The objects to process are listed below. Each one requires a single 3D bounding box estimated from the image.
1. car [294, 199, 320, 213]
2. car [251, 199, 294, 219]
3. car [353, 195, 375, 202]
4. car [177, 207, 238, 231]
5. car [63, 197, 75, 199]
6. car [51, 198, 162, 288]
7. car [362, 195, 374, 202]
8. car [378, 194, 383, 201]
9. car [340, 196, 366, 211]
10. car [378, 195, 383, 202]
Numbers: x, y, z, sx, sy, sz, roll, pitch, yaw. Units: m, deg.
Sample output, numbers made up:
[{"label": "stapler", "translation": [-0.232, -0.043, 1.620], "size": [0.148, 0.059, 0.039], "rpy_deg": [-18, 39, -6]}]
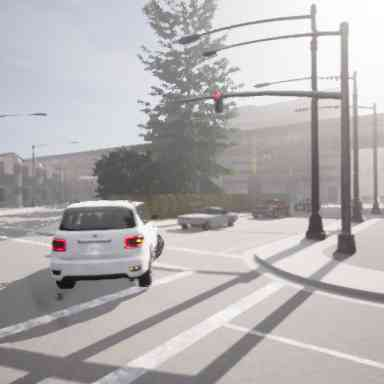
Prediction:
[{"label": "car", "translation": [13.145, 1.533, 38.001], "size": [2.128, 1.511, 4.902], "rpy_deg": [-1, 0, 36]}, {"label": "car", "translation": [7.041, 1.394, 29.626], "size": [2.097, 1.767, 4.553], "rpy_deg": [-1, 0, 36]}, {"label": "car", "translation": [35.917, 1.334, 69.490], "size": [4.536, 1.218, 1.853], "rpy_deg": [0, 0, -29]}, {"label": "car", "translation": [1.080, 1.644, 21.412], "size": [1.895, 1.301, 4.718], "rpy_deg": [-1, 0, 36]}, {"label": "car", "translation": [-23.103, 1.987, 64.465], "size": [2.033, 1.411, 5.357], "rpy_deg": [0, 0, -10]}, {"label": "car", "translation": [-2.149, 1.247, 9.495], "size": [2.150, 2.045, 5.566], "rpy_deg": [-2, 0, -3]}, {"label": "car", "translation": [35.874, 1.491, 69.464], "size": [4.974, 1.542, 2.038], "rpy_deg": [0, 0, -29]}, {"label": "car", "translation": [39.061, 1.454, 66.773], "size": [2.038, 1.542, 4.974], "rpy_deg": [-1, 0, 16]}, {"label": "car", "translation": [19.216, 1.513, 40.120], "size": [1.837, 1.490, 4.892], "rpy_deg": [-1, 0, 36]}, {"label": "car", "translation": [39.073, 1.297, 66.823], "size": [1.853, 1.218, 4.536], "rpy_deg": [-1, 0, 16]}]
